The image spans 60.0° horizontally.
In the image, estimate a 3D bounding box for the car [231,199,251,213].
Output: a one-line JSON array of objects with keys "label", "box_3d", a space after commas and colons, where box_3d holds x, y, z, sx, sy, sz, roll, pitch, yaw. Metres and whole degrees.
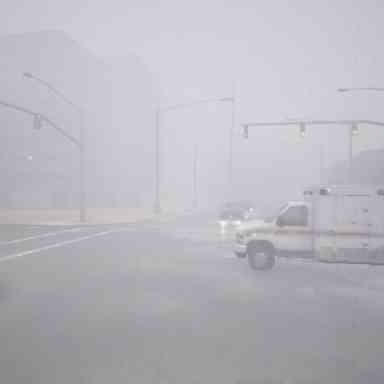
[{"label": "car", "box_3d": [5.706, 1.565, 38.506, 1.994, 1.385, 4.181, 0, 0, 12]}]

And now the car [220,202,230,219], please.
[{"label": "car", "box_3d": [3.648, 1.548, 29.019, 2.033, 1.411, 5.357, 0, 0, 12]}]

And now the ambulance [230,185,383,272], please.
[{"label": "ambulance", "box_3d": [4.485, 1.031, 9.689, 6.366, 2.431, 2.351, 0, 0, 12]}]

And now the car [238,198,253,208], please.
[{"label": "car", "box_3d": [7.832, 1.602, 48.264, 1.895, 1.301, 4.718, 0, 0, 13]}]
